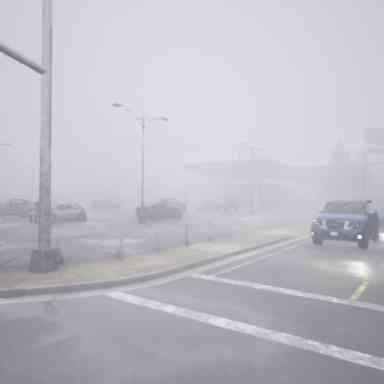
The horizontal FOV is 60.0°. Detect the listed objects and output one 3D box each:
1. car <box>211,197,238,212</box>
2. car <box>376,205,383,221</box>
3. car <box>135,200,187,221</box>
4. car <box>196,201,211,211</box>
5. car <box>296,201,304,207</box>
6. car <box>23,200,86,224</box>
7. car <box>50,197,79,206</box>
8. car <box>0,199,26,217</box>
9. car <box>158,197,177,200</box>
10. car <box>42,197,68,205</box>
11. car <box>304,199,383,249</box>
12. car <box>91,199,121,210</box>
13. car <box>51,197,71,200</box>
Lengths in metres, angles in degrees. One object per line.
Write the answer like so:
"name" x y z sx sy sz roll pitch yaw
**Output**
"car" 4.673 1.679 44.657 1.905 1.878 3.866 0 -1 35
"car" 19.119 2.010 32.069 1.895 1.301 4.718 0 -1 36
"car" -2.726 1.674 27.974 2.007 1.523 4.514 0 -1 35
"car" 2.317 1.966 47.081 1.970 1.475 3.806 0 -1 35
"car" 24.842 2.520 72.024 4.611 1.667 2.242 0 -1 35
"car" -9.799 1.513 24.359 1.970 1.475 3.806 0 -1 35
"car" -25.612 1.893 66.918 2.152 1.636 5.027 0 -1 35
"car" -15.212 1.422 27.820 2.152 1.636 5.027 0 -1 35
"car" -2.569 1.594 40.156 1.932 1.855 4.605 0 -1 35
"car" -28.197 1.898 68.695 2.007 1.523 4.514 0 -1 35
"car" 7.386 1.372 15.780 2.150 2.045 5.566 0 -1 36
"car" -12.303 1.788 47.962 2.007 1.523 4.514 0 -1 35
"car" -20.417 1.798 53.795 1.845 1.501 3.633 0 -1 35
